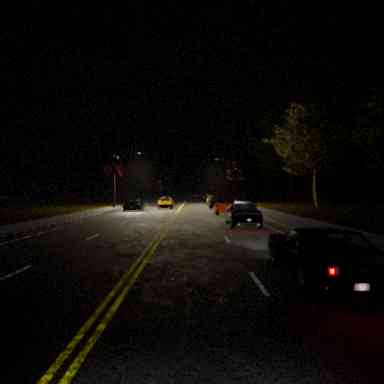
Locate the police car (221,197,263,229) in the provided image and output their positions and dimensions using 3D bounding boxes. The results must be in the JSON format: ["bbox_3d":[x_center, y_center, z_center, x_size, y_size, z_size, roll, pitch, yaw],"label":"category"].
[{"bbox_3d":[3.260,1.385,21.576,1.930,1.638,5.238,0,0,0],"label":"police car"}]

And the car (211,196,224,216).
[{"bbox_3d":[3.265,1.301,32.438,2.097,1.767,4.553,0,0,0],"label":"car"}]

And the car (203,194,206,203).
[{"bbox_3d":[3.275,1.386,54.661,1.801,1.575,5.366,0,0,0],"label":"car"}]

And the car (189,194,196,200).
[{"bbox_3d":[0.039,1.299,85.076,2.033,1.411,5.357,0,0,0],"label":"car"}]

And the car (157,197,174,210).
[{"bbox_3d":[-3.320,1.417,42.234,1.882,1.535,5.008,0,0,0],"label":"car"}]

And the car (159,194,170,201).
[{"bbox_3d":[-6.464,1.208,78.711,2.128,1.511,4.902,0,0,0],"label":"car"}]

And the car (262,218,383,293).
[{"bbox_3d":[3.355,1.579,8.749,1.895,1.301,4.718,0,0,0],"label":"car"}]

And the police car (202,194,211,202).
[{"bbox_3d":[3.285,1.344,76.585,1.930,1.638,5.238,0,0,0],"label":"police car"}]

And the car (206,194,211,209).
[{"bbox_3d":[3.270,1.290,43.439,2.097,1.767,4.553,0,0,0],"label":"car"}]

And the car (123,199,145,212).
[{"bbox_3d":[-6.576,1.508,38.011,1.994,1.385,4.181,0,0,0],"label":"car"}]
